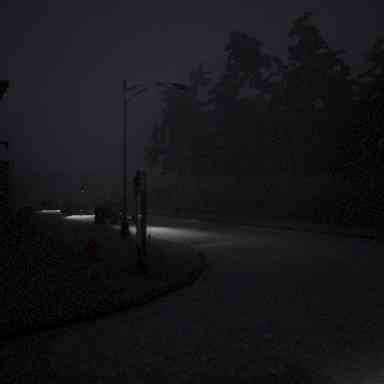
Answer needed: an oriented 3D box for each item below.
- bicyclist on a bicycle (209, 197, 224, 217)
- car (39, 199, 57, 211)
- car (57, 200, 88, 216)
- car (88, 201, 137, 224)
[{"bbox_3d":[2.078,1.278,28.120,1.656,1.620,0.582,-1,0,-36],"label":"bicyclist on a bicycle"},{"bbox_3d":[-17.593,1.525,41.269,1.994,1.385,4.181,0,0,-35],"label":"car"},{"bbox_3d":[-11.444,1.527,32.627,1.994,1.385,4.181,0,0,-35],"label":"car"},{"bbox_3d":[-5.623,1.454,24.454,2.128,1.511,4.902,0,0,-35],"label":"car"}]
